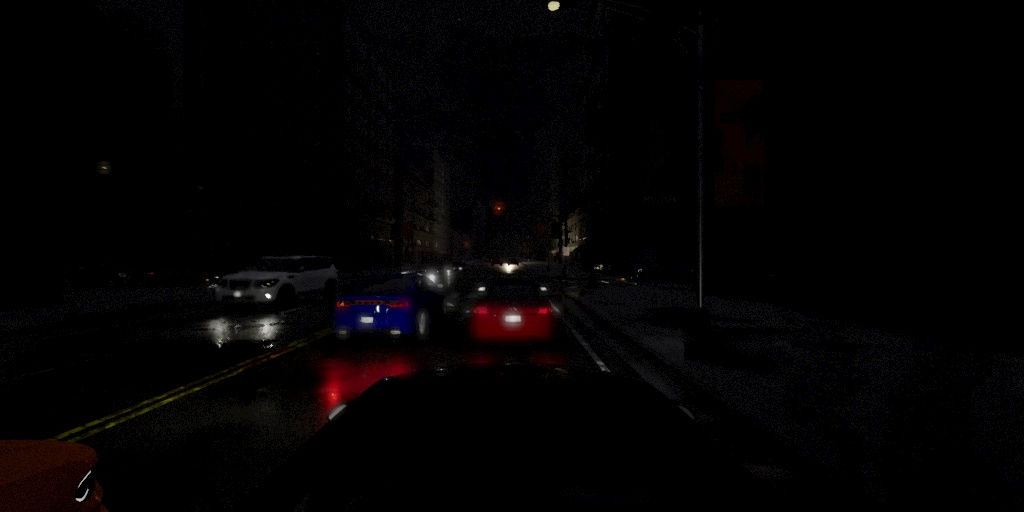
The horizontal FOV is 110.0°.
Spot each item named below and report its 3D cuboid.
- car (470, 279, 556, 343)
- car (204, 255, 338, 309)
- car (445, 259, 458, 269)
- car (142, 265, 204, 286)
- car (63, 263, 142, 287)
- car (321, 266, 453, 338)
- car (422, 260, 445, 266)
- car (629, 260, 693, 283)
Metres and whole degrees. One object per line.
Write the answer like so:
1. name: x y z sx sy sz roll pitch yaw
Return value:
1. car: 0.031 1.314 9.674 1.994 1.385 4.181 0 0 0
2. car: -9.493 0.973 15.196 2.150 2.045 5.566 1 0 0
3. car: -9.668 1.251 52.813 1.837 1.490 4.892 0 0 0
4. car: -22.580 1.306 25.050 4.181 1.385 1.994 0 0 1
5. car: -25.346 1.172 22.531 4.097 1.591 1.967 0 0 0
6. car: -3.120 1.228 10.202 1.882 1.535 5.008 0 0 0
7. car: -9.708 1.350 42.554 1.895 1.301 4.718 0 0 0
8. car: 11.637 1.140 28.083 4.553 1.767 2.097 0 0 2
